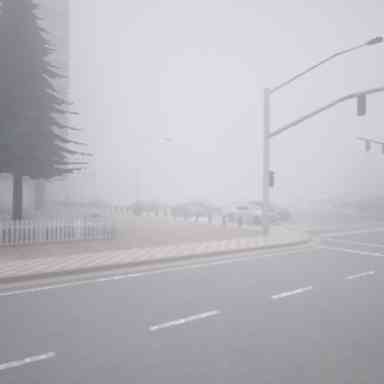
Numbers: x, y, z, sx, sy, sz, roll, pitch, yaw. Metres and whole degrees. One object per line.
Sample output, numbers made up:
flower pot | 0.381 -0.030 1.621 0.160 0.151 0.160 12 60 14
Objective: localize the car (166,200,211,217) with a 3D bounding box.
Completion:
car | -0.385 1.781 33.821 1.994 1.385 4.181 1 0 -36

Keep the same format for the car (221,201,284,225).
car | 4.738 1.744 26.719 1.812 1.442 4.674 1 0 -34

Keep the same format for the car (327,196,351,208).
car | 31.729 1.909 70.042 1.932 1.855 4.605 1 0 -36

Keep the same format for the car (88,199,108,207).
car | -15.619 1.815 55.220 1.895 1.301 4.718 1 -1 -36

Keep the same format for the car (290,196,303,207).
car | 18.016 1.957 60.166 1.970 1.475 3.806 1 0 -36

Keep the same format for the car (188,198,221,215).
car | 1.394 1.734 37.346 1.882 1.535 5.008 1 0 -36

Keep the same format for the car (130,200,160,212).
car | -6.218 1.779 41.955 1.994 1.385 4.181 1 0 -36

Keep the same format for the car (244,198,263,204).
car | 13.954 2.022 75.814 1.970 1.475 3.806 1 0 -36

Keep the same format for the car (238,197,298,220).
car | 6.720 1.610 29.924 2.097 1.767 4.553 1 0 -36

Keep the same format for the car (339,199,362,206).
car | 34.124 2.152 71.669 1.784 1.438 3.905 1 0 -36

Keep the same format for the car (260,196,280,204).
car | 18.472 1.844 79.091 1.932 1.855 4.605 1 0 -36

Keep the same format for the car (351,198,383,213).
car | 23.558 1.653 42.736 1.932 1.855 4.605 1 0 -36

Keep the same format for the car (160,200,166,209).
car | -4.874 1.781 46.102 1.812 1.442 4.674 1 0 -35
